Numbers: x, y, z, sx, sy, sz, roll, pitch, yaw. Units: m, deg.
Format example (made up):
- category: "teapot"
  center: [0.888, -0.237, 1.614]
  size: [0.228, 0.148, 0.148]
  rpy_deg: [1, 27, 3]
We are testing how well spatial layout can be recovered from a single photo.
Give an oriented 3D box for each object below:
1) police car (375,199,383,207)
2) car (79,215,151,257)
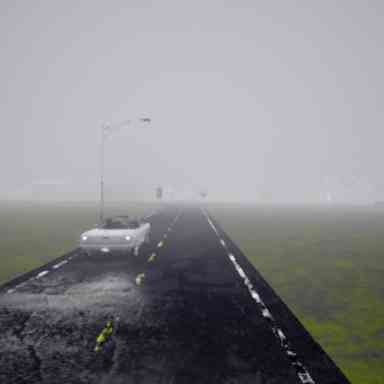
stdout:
- category: "police car"
  center: [39.016, 2.071, 65.893]
  size: [5.238, 1.638, 1.930]
  rpy_deg: [1, 0, 0]
- category: "car"
  center: [-2.849, 1.612, 13.190]
  size: [1.895, 1.301, 4.718]
  rpy_deg: [0, 0, 0]
